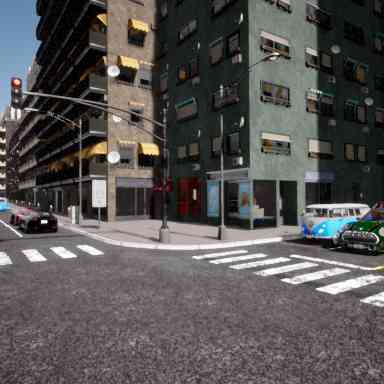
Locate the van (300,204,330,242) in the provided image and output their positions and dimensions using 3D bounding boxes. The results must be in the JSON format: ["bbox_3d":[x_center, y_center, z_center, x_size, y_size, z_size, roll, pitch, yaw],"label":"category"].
[{"bbox_3d":[6.955,1.466,15.997,3.998,1.788,1.690,0,-1,-34],"label":"van"}]

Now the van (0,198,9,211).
[{"bbox_3d":[-25.208,1.641,43.779,1.690,1.788,3.998,1,-1,-34],"label":"van"}]

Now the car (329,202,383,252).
[{"bbox_3d":[8.046,1.429,13.620,4.553,1.767,2.097,0,-1,-34],"label":"car"}]

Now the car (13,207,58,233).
[{"bbox_3d":[-9.595,1.743,20.708,1.947,1.339,4.313,1,-1,-34],"label":"car"}]

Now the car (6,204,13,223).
[{"bbox_3d":[-12.718,1.783,25.321,1.802,1.307,4.206,1,-1,-34],"label":"car"}]
